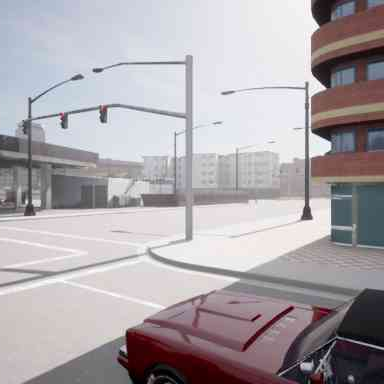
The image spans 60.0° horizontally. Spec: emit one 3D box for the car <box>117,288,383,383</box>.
[{"bbox_3d":[1.551,1.601,2.867,4.718,1.301,1.895,0,0,36],"label":"car"}]

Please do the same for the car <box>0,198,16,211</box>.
[{"bbox_3d":[-22.300,1.456,38.828,3.806,1.475,1.970,0,0,36],"label":"car"}]
